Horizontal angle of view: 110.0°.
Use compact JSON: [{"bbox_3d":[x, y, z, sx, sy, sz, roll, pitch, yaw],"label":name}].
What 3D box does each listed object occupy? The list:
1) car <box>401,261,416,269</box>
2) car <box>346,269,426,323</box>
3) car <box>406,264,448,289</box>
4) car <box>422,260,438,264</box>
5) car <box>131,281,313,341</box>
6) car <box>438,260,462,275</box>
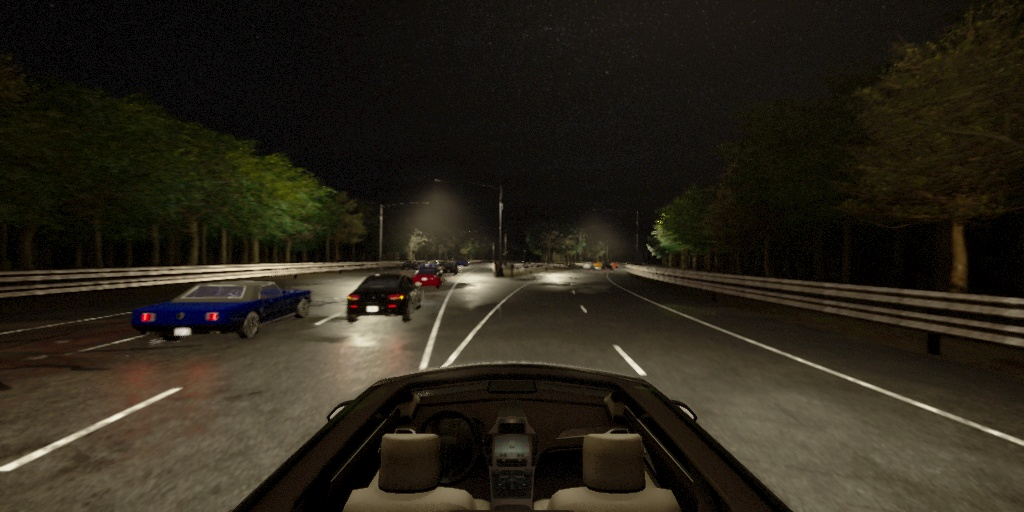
[{"bbox_3d":[-14.940,1.533,53.023,1.837,1.490,4.892,0,0,-2],"label":"car"},{"bbox_3d":[-4.184,1.319,12.230,1.812,1.442,4.674,1,0,-8],"label":"car"},{"bbox_3d":[-5.764,1.457,24.796,1.994,1.385,4.181,1,-1,-6],"label":"car"},{"bbox_3d":[-11.194,1.390,49.132,2.097,1.767,4.553,1,-1,-3],"label":"car"},{"bbox_3d":[-7.292,1.338,9.810,1.895,1.301,4.718,1,-1,-8],"label":"car"},{"bbox_3d":[-7.430,1.561,43.402,1.812,1.442,4.674,1,0,-4],"label":"car"}]
